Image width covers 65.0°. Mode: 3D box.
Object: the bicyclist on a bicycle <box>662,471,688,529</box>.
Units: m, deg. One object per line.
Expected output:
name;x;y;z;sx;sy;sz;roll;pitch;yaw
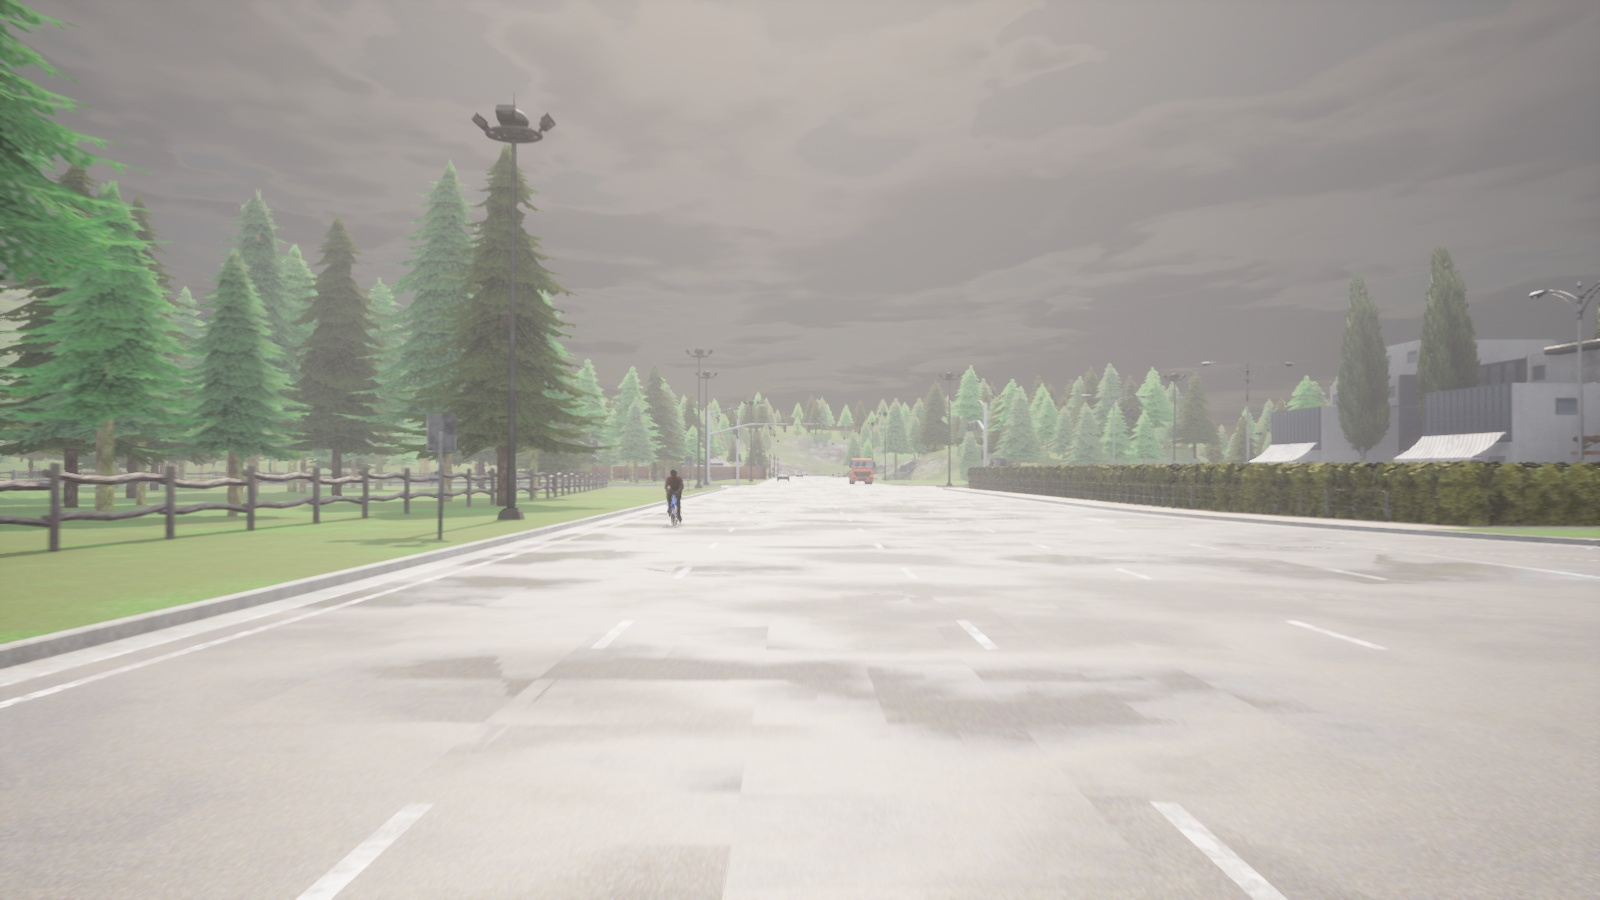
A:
bicyclist on a bicycle;-3.588;1.419;36.068;0.582;1.620;1.656;0;-1;0
